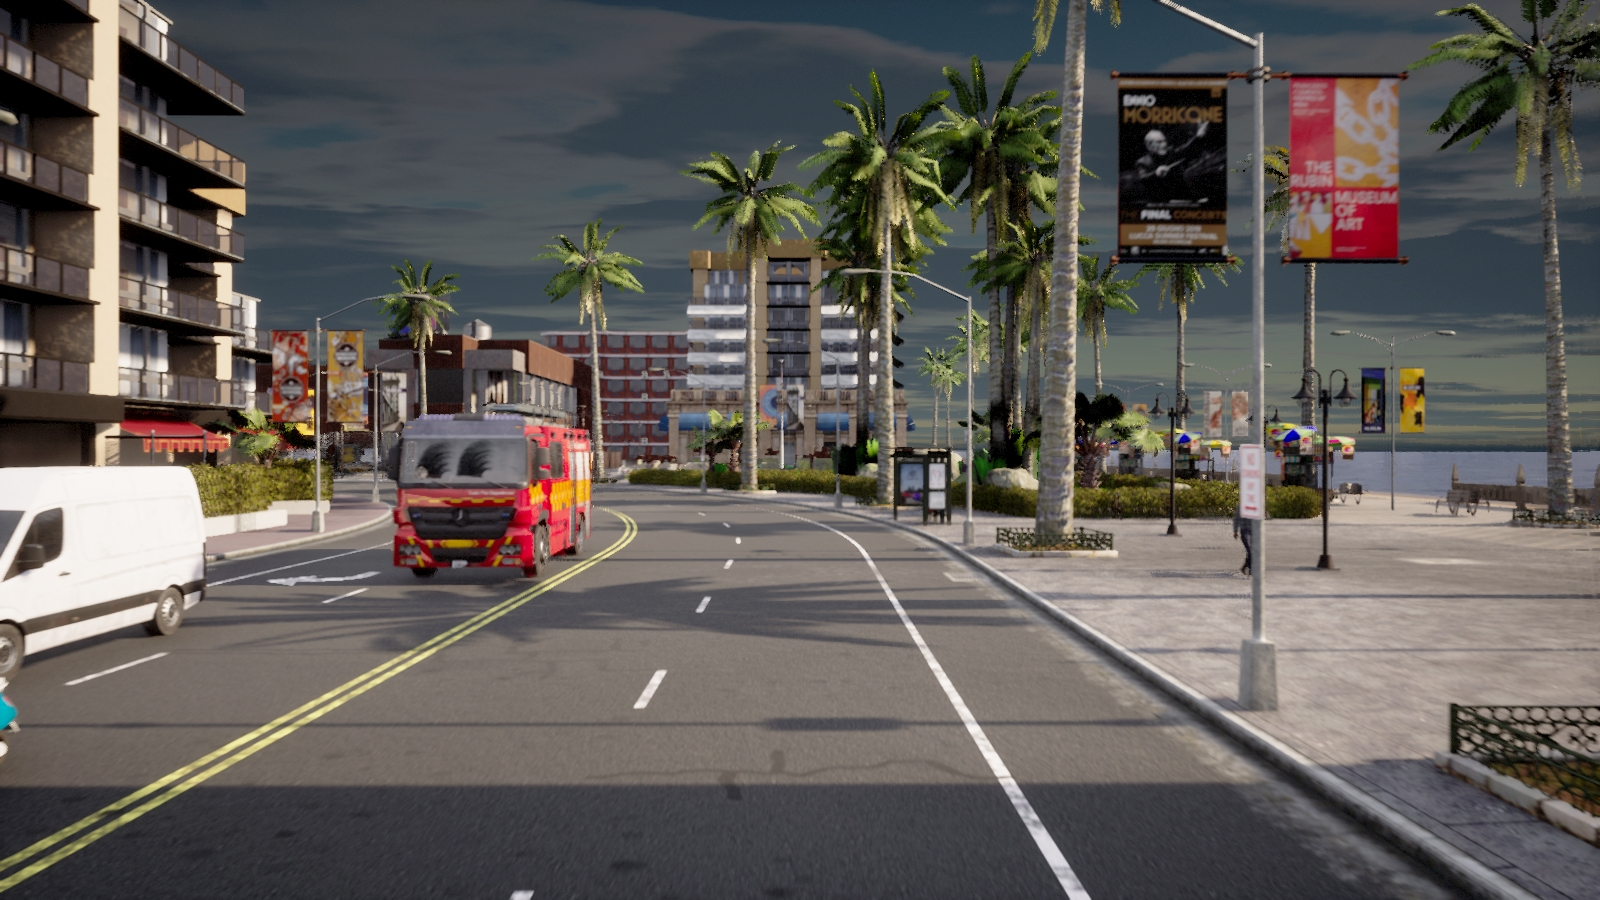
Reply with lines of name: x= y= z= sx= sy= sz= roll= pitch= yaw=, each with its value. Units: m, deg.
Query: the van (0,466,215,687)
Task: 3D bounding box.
van: x=-10.500 y=1.534 z=15.625 sx=1.988 sy=2.561 sz=5.915 roll=0 pitch=0 yaw=0

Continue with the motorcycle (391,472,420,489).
motorcycle: x=-28.384 y=2.182 z=82.181 sx=1.805 sy=1.236 sz=0.856 roll=0 pitch=0 yaw=-1

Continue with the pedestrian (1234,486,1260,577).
pedestrian: x=9.293 y=1.696 z=23.773 sx=0.375 sy=1.860 sz=0.375 roll=0 pitch=0 yaw=-7

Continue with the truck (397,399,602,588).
truck: x=-6.828 y=0.890 z=27.414 sx=2.891 sy=3.827 sz=8.468 roll=0 pitch=0 yaw=-1
